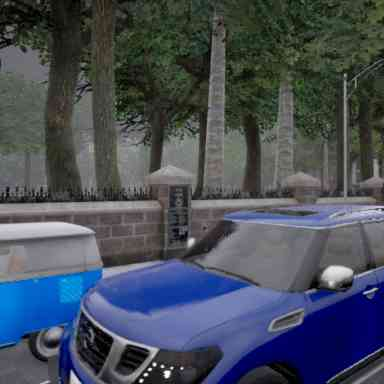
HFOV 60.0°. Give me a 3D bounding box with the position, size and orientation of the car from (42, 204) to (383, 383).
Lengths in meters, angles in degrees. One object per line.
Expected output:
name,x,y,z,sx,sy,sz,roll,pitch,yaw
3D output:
car,1.310,1.221,4.313,5.566,2.045,2.150,0,0,-36

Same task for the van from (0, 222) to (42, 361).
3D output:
van,-3.167,1.341,4.275,3.998,1.788,1.690,0,0,-36

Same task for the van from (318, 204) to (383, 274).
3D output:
van,6.040,1.337,10.854,3.998,1.788,1.690,0,0,-36
